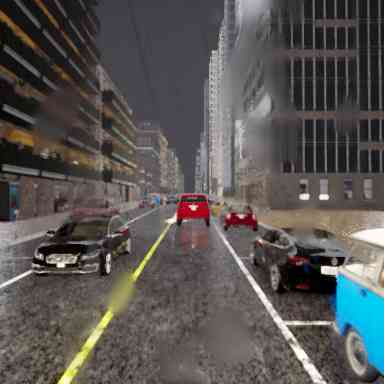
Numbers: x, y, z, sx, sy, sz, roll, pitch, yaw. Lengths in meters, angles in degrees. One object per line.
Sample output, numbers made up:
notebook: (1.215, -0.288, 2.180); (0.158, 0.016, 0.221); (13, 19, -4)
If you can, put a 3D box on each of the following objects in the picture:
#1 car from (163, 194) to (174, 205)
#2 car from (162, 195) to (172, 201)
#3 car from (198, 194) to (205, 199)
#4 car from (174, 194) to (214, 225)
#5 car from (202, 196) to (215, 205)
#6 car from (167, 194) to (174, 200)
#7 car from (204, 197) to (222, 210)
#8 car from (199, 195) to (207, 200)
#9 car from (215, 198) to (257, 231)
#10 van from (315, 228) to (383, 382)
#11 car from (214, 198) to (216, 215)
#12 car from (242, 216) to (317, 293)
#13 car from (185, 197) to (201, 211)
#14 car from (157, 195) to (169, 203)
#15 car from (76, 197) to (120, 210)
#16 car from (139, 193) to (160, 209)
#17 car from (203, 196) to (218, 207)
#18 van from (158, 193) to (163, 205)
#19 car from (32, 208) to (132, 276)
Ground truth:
car: (-3.068, 1.317, 53.011); (1.882, 1.535, 5.008); (0, 0, 0)
car: (-5.675, 1.315, 77.024); (1.887, 1.381, 4.507); (1, 0, 0)
car: (2.672, 1.248, 94.164); (1.752, 1.417, 4.829); (1, 0, 0)
car: (0.100, 1.145, 23.213); (2.150, 2.045, 5.566); (0, -1, 0)
car: (2.673, 1.361, 54.279); (1.752, 1.417, 4.829); (1, 0, 0)
car: (-5.675, 1.265, 88.250); (1.752, 1.417, 4.829); (1, 0, 0)
car: (2.672, 1.421, 42.713); (2.008, 1.369, 4.403); (1, 0, 0)
car: (2.671, 1.337, 82.597); (1.802, 1.307, 4.206); (1, 0, 0)
car: (2.675, 1.380, 19.922); (1.967, 1.590, 4.097); (1, 0, 0)
van: (2.677, 1.332, 2.828); (1.690, 1.788, 3.998); (1, 0, 0)
car: (2.673, 1.430, 31.488); (1.752, 1.417, 4.829); (1, 0, 0)
car: (2.672, 1.540, 8.526); (1.947, 1.339, 4.313); (1, 0, 0)
car: (0.100, 1.382, 41.156); (1.837, 1.490, 4.892); (0, 1, 0)
car: (-5.674, 1.328, 65.459); (1.752, 1.417, 4.829); (1, 0, 0)
car: (-5.670, 1.255, 20.047); (2.192, 1.841, 5.009); (1, 0, 0)
car: (-5.672, 1.311, 42.839); (1.967, 1.590, 4.097); (1, 0, 0)
car: (2.672, 1.398, 48.411); (1.887, 1.381, 4.507); (1, 0, 0)
van: (-5.670, 1.194, 48.536); (1.690, 1.788, 3.998); (1, 0, 0)
car: (-3.101, 1.474, 10.289); (1.837, 1.490, 4.892); (0, 0, 0)
